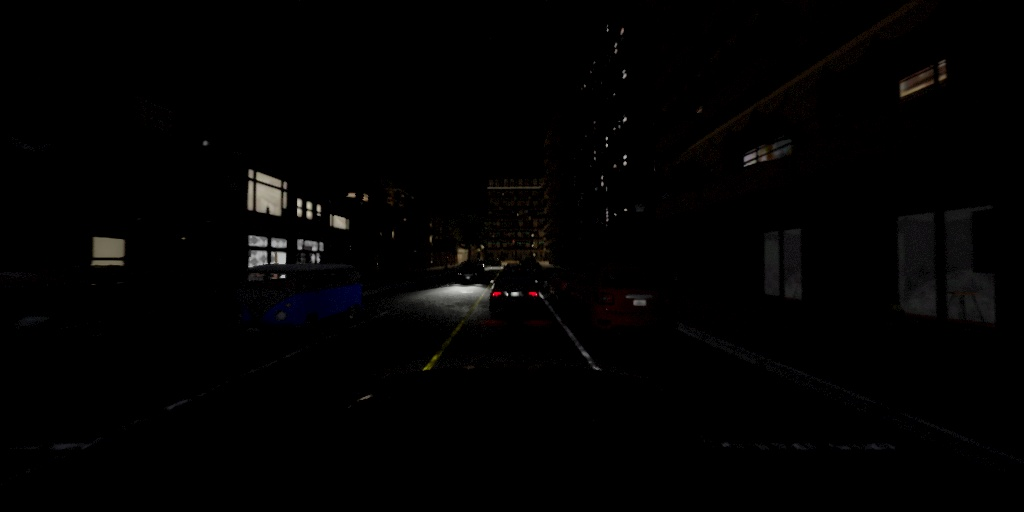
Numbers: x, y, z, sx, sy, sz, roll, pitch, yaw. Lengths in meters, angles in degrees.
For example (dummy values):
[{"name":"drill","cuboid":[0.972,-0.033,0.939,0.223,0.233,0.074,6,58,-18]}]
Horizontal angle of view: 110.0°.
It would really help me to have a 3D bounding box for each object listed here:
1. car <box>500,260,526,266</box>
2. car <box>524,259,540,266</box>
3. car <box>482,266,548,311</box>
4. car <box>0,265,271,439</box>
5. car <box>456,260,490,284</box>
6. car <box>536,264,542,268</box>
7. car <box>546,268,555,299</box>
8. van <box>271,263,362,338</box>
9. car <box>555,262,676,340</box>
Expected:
[{"name":"car","cuboid":[0.089,1.365,35.554,1.994,1.385,4.181,0,0,0]},{"name":"car","cuboid":[2.679,1.366,44.110,2.007,1.370,4.403,0,0,0]},{"name":"car","cuboid":[0.096,1.316,14.464,2.033,1.411,5.357,0,0,0]},{"name":"car","cuboid":[-5.677,1.068,4.241,2.192,1.841,5.009,0,0,0]},{"name":"car","cuboid":[-3.104,1.280,27.830,2.128,1.511,4.902,0,0,0]},{"name":"car","cuboid":[2.686,1.345,21.364,1.948,1.339,4.313,0,0,0]},{"name":"car","cuboid":[2.688,1.210,15.677,1.967,1.591,4.097,0,0,0]},{"name":"van","cuboid":[-5.662,1.102,9.928,1.690,1.789,3.998,0,0,0]},{"name":"car","cuboid":[2.689,1.076,9.990,2.192,1.841,5.009,0,0,0]}]
